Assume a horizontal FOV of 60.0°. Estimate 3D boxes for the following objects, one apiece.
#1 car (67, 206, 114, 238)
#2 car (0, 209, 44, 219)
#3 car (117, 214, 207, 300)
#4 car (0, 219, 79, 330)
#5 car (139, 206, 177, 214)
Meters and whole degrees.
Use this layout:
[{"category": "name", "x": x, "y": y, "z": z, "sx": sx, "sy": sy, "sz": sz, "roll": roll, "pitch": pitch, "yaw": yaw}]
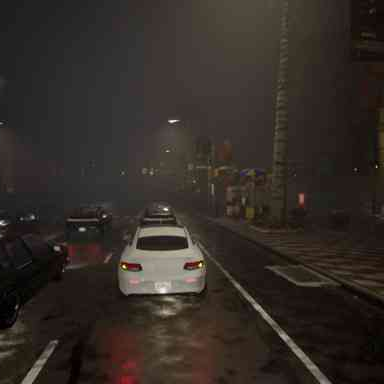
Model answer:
[{"category": "car", "x": -5.324, "y": 1.492, "z": 17.640, "sx": 2.128, "sy": 1.511, "sz": 4.902, "roll": 0, "pitch": 0, "yaw": -7}, {"category": "car", "x": -8.787, "y": 1.547, "z": 16.133, "sx": 2.033, "sy": 1.411, "sz": 5.357, "roll": 0, "pitch": 0, "yaw": -7}, {"category": "car", "x": -0.750, "y": 1.526, "z": 8.308, "sx": 1.812, "sy": 1.442, "sz": 4.674, "roll": 0, "pitch": 0, "yaw": -6}, {"category": "car", "x": -4.010, "y": 1.547, "z": 6.734, "sx": 2.033, "sy": 1.411, "sz": 5.357, "roll": 0, "pitch": 0, "yaw": -6}, {"category": "car", "x": -1.843, "y": 1.492, "z": 18.004, "sx": 2.128, "sy": 1.511, "sz": 4.902, "roll": 0, "pitch": 0, "yaw": -7}]
